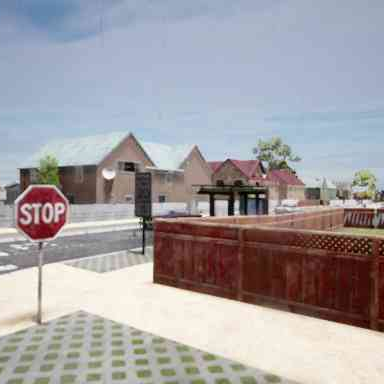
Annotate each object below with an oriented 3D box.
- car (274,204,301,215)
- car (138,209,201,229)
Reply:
[{"bbox_3d":[11.735,2.162,40.920,1.895,1.301,4.718,1,0,36],"label":"car"},{"bbox_3d":[-1.428,1.835,22.545,1.895,1.301,4.718,1,0,36],"label":"car"}]
